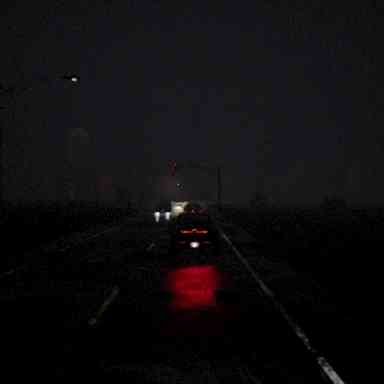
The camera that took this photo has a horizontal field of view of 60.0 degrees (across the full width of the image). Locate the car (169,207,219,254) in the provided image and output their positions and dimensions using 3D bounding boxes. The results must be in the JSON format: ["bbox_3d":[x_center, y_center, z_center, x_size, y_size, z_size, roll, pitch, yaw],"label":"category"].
[{"bbox_3d":[0.094,1.598,14.019,1.837,1.490,4.892,0,0,0],"label":"car"}]

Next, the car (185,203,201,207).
[{"bbox_3d":[0.089,1.744,30.691,2.033,1.411,5.357,0,0,0],"label":"car"}]

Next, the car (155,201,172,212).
[{"bbox_3d":[-3.515,1.836,42.612,2.033,1.411,5.357,0,0,0],"label":"car"}]
